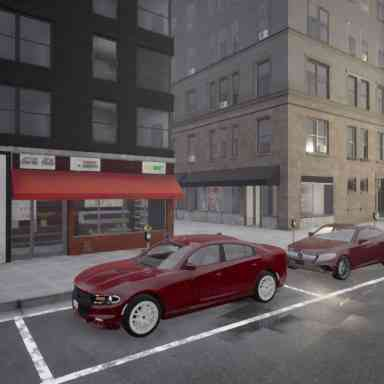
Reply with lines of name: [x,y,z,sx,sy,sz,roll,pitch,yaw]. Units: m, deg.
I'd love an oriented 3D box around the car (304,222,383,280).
car: [4.497,1.577,9.832,4.206,1.307,1.802,0,0,-35]

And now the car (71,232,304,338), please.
car: [-0.029,1.545,6.617,4.507,1.381,1.887,0,0,-35]
